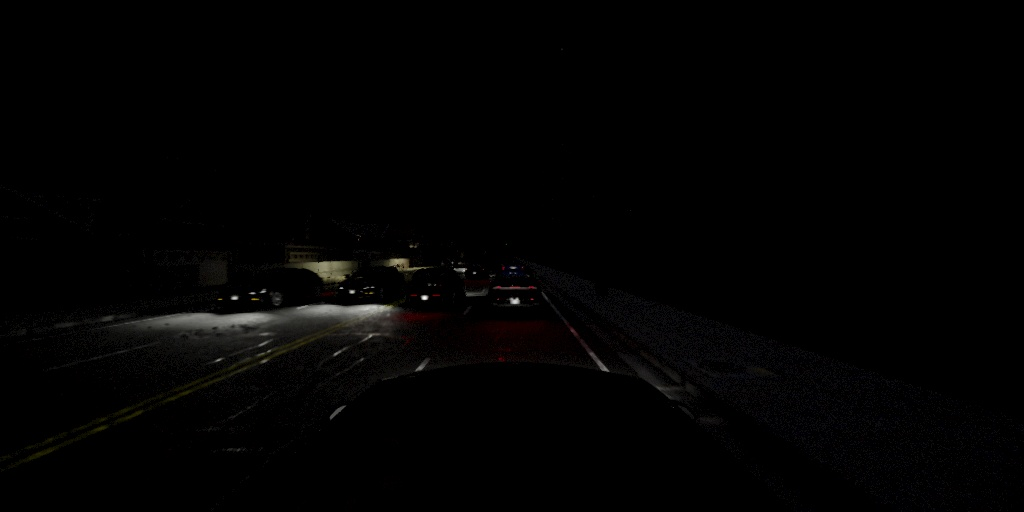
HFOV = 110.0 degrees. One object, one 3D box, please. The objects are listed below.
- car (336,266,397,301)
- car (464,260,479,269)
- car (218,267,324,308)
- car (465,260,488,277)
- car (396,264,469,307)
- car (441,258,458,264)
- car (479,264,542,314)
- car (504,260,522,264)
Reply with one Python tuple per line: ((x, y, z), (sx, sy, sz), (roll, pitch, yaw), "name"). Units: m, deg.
((-6.605, 1.246, 17.232), (1.837, 1.490, 4.892), (0, 0, 0), "car")
((-6.573, 1.334, 58.707), (1.895, 1.301, 4.718), (0, 0, 1), "car")
((-9.854, 1.247, 15.162), (1.837, 1.490, 4.892), (0, 0, 0), "car")
((-3.160, 1.264, 32.654), (1.812, 1.442, 4.674), (0, 0, 0), "car")
((-3.153, 1.247, 15.360), (1.837, 1.490, 4.892), (0, 0, 0), "car")
((-9.832, 1.086, 56.600), (2.097, 1.767, 4.553), (0, 0, 0), "car")
((0.097, 1.234, 13.812), (2.128, 1.511, 4.902), (0, 0, 0), "car")
((0.091, 1.090, 31.345), (2.097, 1.767, 4.553), (0, 0, 0), "car")
